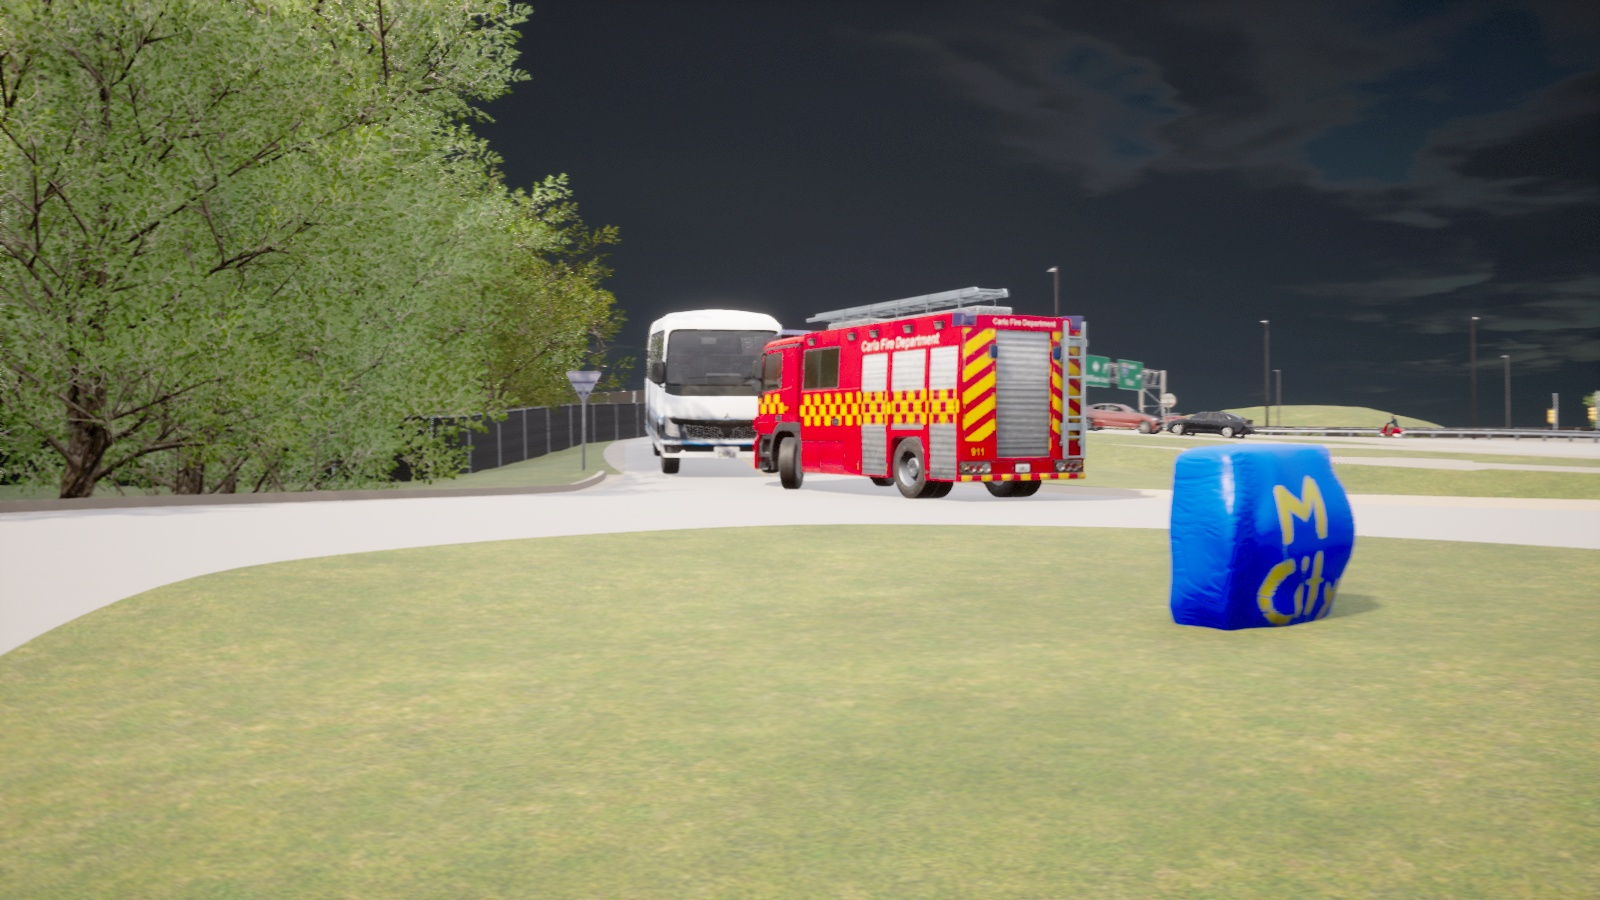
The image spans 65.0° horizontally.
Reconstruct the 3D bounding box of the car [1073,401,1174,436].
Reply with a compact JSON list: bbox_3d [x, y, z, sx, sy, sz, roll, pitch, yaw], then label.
[{"bbox_3d":[18.180,-1.781,70.590,5.027,1.651,2.152,5,2,30],"label":"car"}]

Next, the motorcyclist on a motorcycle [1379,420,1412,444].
[{"bbox_3d":[40.577,-1.222,85.538,0.866,1.590,1.817,0,2,-34],"label":"motorcyclist on a motorcycle"}]

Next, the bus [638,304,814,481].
[{"bbox_3d":[-2.448,-1.765,35.507,3.944,4.253,10.273,0,4,-9],"label":"bus"}]

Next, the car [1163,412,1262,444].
[{"bbox_3d":[23.238,-1.251,70.848,4.892,1.490,1.837,5,3,40],"label":"car"}]

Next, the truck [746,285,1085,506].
[{"bbox_3d":[1.987,-1.019,26.175,2.891,3.827,8.468,0,1,-28],"label":"truck"}]
